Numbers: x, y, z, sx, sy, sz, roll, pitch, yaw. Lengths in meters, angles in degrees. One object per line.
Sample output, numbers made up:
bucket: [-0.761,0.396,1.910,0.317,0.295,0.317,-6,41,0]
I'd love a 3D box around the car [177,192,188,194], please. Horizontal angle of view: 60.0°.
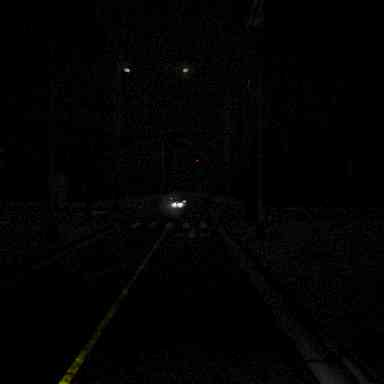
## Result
car: [-2.638,1.309,79.498,1.882,1.535,5.008,0,0,0]

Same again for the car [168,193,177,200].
car: [-5.405,1.099,92.111,2.192,1.841,5.009,0,0,0]

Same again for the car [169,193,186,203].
car: [-2.765,1.375,64.026,2.128,1.511,4.902,0,0,1]

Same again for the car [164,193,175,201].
car: [-5.481,1.142,80.814,2.192,1.841,5.009,0,0,0]

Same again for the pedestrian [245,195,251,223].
pedestrian: [3.635,1.117,21.880,0.375,1.860,0.375,0,0,0]

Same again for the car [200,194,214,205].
car: [2.892,1.463,58.164,1.947,1.339,4.313,0,0,0]

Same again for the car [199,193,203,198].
car: [3.005,1.428,75.111,1.802,1.307,4.206,0,0,0]

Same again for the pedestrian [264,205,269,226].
pedestrian: [4.635,1.413,20.679,0.375,1.300,0.375,0,0,0]

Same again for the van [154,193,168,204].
van: [-5.632,1.239,58.219,1.690,1.788,3.998,0,0,0]

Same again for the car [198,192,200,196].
car: [3.081,1.350,86.409,1.887,1.381,4.507,0,0,0]

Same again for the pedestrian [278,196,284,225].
pedestrian: [5.635,1.159,21.280,0.375,1.860,0.375,0,0,0]
